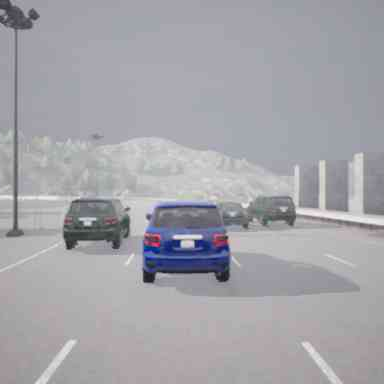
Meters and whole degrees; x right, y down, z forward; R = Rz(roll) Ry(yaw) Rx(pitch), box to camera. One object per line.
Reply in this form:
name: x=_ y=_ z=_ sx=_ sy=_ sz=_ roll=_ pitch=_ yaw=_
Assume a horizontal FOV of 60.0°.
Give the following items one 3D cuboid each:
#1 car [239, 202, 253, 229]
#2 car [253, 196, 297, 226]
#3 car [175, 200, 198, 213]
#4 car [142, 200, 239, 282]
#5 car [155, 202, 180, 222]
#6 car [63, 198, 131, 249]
car: x=2.211 y=1.403 z=21.986 sx=2.097 sy=1.767 sz=4.553 roll=0 pitch=0 yaw=-6
car: x=5.537 y=1.275 z=23.929 sx=2.150 sy=2.045 sz=5.566 roll=0 pitch=0 yaw=-7
car: x=-0.704 y=1.664 z=39.772 sx=1.994 sy=1.385 sz=4.181 roll=0 pitch=0 yaw=-12
car: x=-0.240 y=1.247 z=10.029 sx=2.150 sy=2.045 sz=5.566 roll=0 pitch=0 yaw=-3
car: x=-2.167 y=1.599 z=28.286 sx=1.812 sy=1.442 sz=4.674 roll=0 pitch=0 yaw=-9
car: x=-4.091 y=1.264 z=15.023 sx=2.150 sy=2.045 sz=5.566 roll=0 pitch=0 yaw=-5
